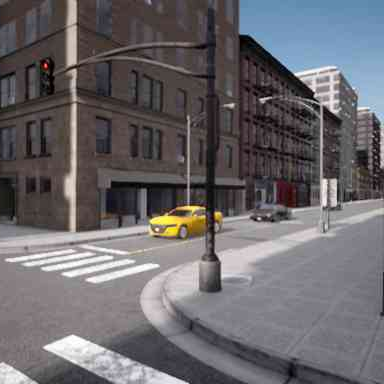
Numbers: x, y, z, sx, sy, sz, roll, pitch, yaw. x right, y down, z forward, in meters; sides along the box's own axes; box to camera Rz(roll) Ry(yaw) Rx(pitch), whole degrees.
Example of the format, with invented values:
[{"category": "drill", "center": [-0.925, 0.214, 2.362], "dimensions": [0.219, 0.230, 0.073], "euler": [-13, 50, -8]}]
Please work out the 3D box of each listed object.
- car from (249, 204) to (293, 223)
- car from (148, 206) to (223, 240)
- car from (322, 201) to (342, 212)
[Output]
[{"category": "car", "center": [6.677, 1.677, 27.561], "dimensions": [2.033, 1.411, 5.357], "euler": [0, 0, 35]}, {"category": "car", "center": [-0.213, 1.537, 17.894], "dimensions": [1.882, 1.535, 5.008], "euler": [0, 0, 35]}, {"category": "car", "center": [18.297, 1.840, 43.728], "dimensions": [1.895, 1.301, 4.718], "euler": [0, 0, 36]}]
